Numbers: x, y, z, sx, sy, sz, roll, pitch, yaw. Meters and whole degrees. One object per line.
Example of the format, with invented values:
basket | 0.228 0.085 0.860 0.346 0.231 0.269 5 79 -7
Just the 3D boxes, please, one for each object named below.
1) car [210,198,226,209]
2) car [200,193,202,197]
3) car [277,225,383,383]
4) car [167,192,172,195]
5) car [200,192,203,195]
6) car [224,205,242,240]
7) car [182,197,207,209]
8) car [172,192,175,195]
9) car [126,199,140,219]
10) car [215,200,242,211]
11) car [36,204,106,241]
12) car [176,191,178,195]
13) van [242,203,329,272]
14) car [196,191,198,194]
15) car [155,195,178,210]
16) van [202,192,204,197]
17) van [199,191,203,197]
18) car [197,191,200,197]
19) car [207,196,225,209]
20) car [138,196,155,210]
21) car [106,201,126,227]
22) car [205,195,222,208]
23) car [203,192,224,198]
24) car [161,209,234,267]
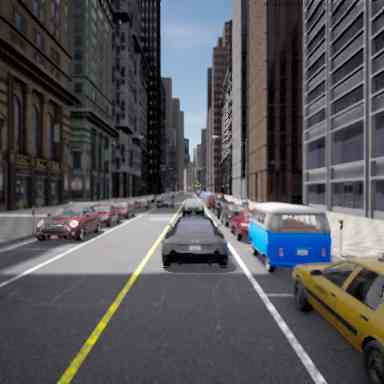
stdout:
car | 2.793 1.403 27.119 1.947 1.339 4.313 0 0 0
car | 2.823 1.233 55.302 2.008 1.369 4.403 0 0 0
car | 2.770 1.495 4.742 1.752 1.417 4.829 0 0 0
car | -5.689 1.063 66.576 1.967 1.590 4.097 0 0 0
car | 2.830 1.176 61.107 1.752 1.417 4.829 0 0 0
car | 2.781 1.484 15.845 1.802 1.307 4.206 0 0 0
car | 0.124 1.422 29.872 1.895 1.301 4.718 0 0 0
car | -5.678 1.131 77.848 1.947 1.339 4.313 0 0 0
car | -5.732 1.419 27.122 1.802 1.307 4.206 0 0 0
car | 2.787 1.420 21.482 2.008 1.369 4.403 0 0 0
car | -5.743 1.342 15.849 1.967 1.590 4.097 0 0 0
car | -5.665 0.824 89.119 2.192 1.841 5.009 0 0 0
van | 2.776 1.277 10.208 1.690 1.788 3.998 0 0 0
car | 2.860 0.948 89.120 1.967 1.590 4.097 0 0 0
car | -3.052 1.333 39.420 1.994 1.385 4.181 0 0 0
van | 2.818 1.054 49.664 1.690 1.788 3.998 0 0 0
van | 2.836 0.964 66.573 1.690 1.788 3.998 0 0 0
car | 2.848 1.005 77.847 1.967 1.590 4.097 0 0 0
car | 2.799 1.372 32.755 1.947 1.339 4.313 0 0 0
car | -5.720 1.357 38.395 1.802 1.307 4.206 0 0 0
car | -5.738 1.451 21.486 1.802 1.307 4.206 0 0 0
car | 2.812 1.184 44.028 1.967 1.590 4.097 0 0 0
car | 2.806 1.090 38.390 2.192 1.841 5.009 0 0 0
car | 0.092 1.494 11.138 1.994 1.385 4.181 0 0 0
